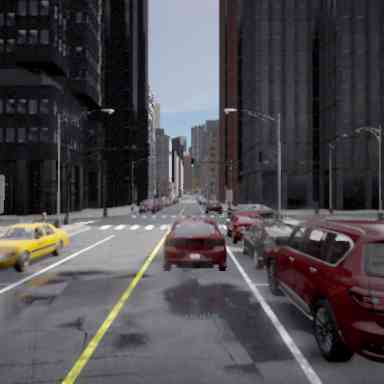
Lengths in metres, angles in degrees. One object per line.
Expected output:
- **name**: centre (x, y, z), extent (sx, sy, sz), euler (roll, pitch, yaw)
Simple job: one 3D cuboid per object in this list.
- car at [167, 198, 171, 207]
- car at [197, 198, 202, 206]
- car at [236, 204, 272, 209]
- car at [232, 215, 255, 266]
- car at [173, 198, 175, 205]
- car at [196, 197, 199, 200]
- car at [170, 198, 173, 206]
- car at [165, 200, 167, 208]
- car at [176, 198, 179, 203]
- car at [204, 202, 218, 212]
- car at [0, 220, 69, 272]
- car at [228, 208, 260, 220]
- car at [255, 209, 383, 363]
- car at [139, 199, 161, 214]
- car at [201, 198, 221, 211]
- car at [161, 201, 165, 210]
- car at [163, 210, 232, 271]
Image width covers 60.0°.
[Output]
- **car**: centre (-5.741, 2.471, 66.637), extent (1.947, 1.339, 4.313), euler (0, -1, 0)
- **car**: centre (2.791, 2.707, 83.556), extent (1.887, 1.381, 4.507), euler (0, -1, 0)
- **car**: centre (5.402, 1.760, 27.970), extent (4.902, 1.511, 2.128), euler (-1, -1, -22)
- **car**: centre (2.765, 1.700, 11.490), extent (2.008, 1.369, 4.403), euler (0, -1, 0)
- **car**: centre (-5.737, 2.620, 77.922), extent (1.887, 1.381, 4.507), euler (0, -1, 0)
- **car**: centre (2.796, 2.898, 94.844), extent (1.947, 1.339, 4.313), euler (0, -1, 0)
- **car**: centre (-5.739, 2.512, 72.110), extent (1.752, 1.417, 4.829), euler (0, -1, 0)
- **car**: centre (-5.745, 2.308, 55.351), extent (1.947, 1.339, 4.313), euler (0, -1, 0)
- **car**: centre (-5.731, 2.648, 94.856), extent (2.192, 1.841, 5.009), euler (0, -1, 0)
- **car**: centre (2.778, 2.229, 49.696), extent (1.947, 1.339, 4.313), euler (0, -1, 0)
- **car**: centre (-5.763, 1.673, 11.335), extent (1.752, 1.417, 4.829), euler (0, -1, 0)
- **car**: centre (2.766, 1.766, 17.015), extent (1.887, 1.381, 4.507), euler (0, -1, 0)
- **car**: centre (2.763, 1.393, 5.968), extent (2.192, 1.841, 5.009), euler (0, -1, 0)
- **car**: centre (-5.750, 1.900, 44.069), extent (2.192, 1.841, 5.009), euler (0, -1, 0)
- **car**: centre (2.775, 1.900, 44.056), extent (2.192, 1.841, 5.009), euler (0, -1, 0)
- **car**: centre (-5.748, 1.978, 49.712), extent (2.192, 1.841, 5.009), euler (0, -1, 0)
- **car**: centre (0.092, 1.628, 11.531), extent (1.882, 1.535, 5.008), euler (0, -1, 0)
